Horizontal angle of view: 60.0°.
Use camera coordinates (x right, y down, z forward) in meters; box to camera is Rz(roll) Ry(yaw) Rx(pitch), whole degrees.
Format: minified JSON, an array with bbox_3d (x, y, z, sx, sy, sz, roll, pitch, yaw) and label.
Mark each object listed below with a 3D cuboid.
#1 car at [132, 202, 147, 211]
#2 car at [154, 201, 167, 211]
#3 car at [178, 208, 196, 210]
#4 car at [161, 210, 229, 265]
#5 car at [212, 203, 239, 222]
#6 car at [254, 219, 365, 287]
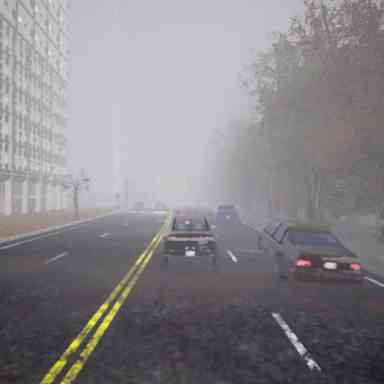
[{"bbox_3d":[-8.141,2.235,52.141,1.812,1.442,4.674,0,-1,-3],"label":"car"},{"bbox_3d":[-4.889,2.202,52.152,2.128,1.511,4.902,0,-1,-3],"label":"car"},{"bbox_3d":[-0.400,1.963,26.796,1.895,1.301,4.718,0,-1,-1],"label":"car"},{"bbox_3d":[-0.069,1.660,12.374,2.128,1.511,4.902,0,-1,0],"label":"car"},{"bbox_3d":[2.815,1.698,28.596,1.882,1.535,5.008,-1,3,-1],"label":"car"},{"bbox_3d":[3.251,1.578,10.243,2.033,1.411,5.357,4,4,1],"label":"car"}]
